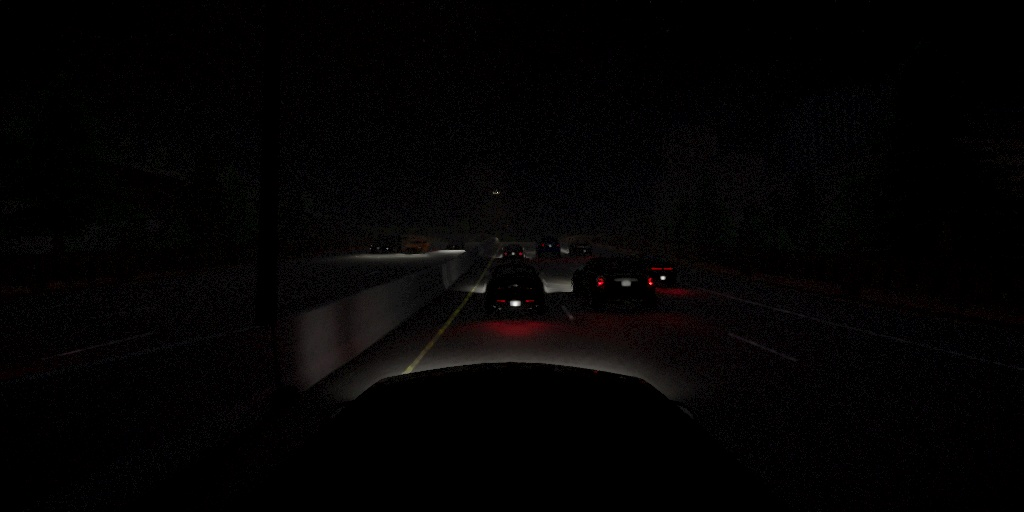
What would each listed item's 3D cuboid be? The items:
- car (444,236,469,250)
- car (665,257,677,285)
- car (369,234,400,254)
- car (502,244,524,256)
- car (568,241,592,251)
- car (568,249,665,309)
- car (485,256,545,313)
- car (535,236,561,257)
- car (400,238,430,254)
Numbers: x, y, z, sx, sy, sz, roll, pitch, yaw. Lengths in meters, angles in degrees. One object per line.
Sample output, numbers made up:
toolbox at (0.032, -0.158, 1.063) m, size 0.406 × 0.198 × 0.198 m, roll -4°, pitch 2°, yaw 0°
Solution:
car at (-7.085, -1.465, 45.611) m, size 1.994 × 1.385 × 4.181 m, roll 0°, pitch 5°, yaw 0°
car at (7.099, 0.594, 19.253) m, size 1.837 × 1.490 × 4.892 m, roll 0°, pitch 4°, yaw 0°
car at (-14.096, -1.394, 40.479) m, size 2.150 × 2.045 × 5.566 m, roll 0°, pitch 5°, yaw 0°
car at (0.098, -0.330, 31.349) m, size 2.033 × 1.411 × 5.357 m, roll 0°, pitch 5°, yaw 0°
car at (7.098, -0.881, 37.498) m, size 2.128 × 1.511 × 4.902 m, roll 0°, pitch 5°, yaw 0°
car at (3.598, 0.791, 13.391) m, size 2.097 × 1.767 × 4.553 m, roll 0°, pitch 3°, yaw 0°
car at (0.097, 0.984, 12.607) m, size 1.837 × 1.490 × 4.892 m, roll 0°, pitch 3°, yaw 0°
car at (3.598, -1.068, 36.458) m, size 2.150 × 2.045 × 5.566 m, roll 0°, pitch 5°, yaw 0°
car at (-10.596, -1.115, 40.203) m, size 1.882 × 1.535 × 5.008 m, roll 0°, pitch 5°, yaw 0°
